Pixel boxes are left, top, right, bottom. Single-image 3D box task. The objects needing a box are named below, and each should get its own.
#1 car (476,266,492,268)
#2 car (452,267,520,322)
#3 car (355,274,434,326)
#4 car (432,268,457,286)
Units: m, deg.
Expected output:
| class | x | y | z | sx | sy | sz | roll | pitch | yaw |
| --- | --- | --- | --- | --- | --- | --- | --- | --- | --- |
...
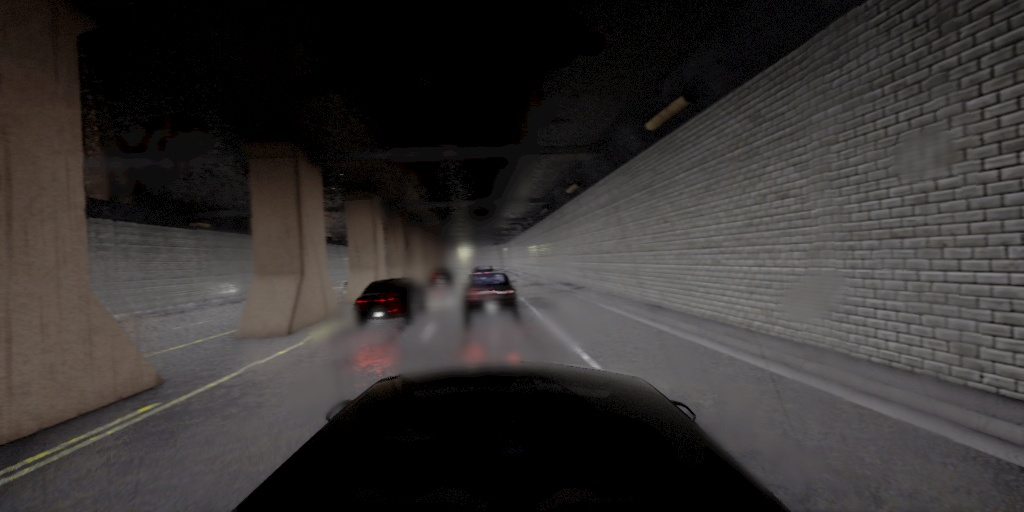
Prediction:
| class | x | y | z | sx | sy | sz | roll | pitch | yaw |
| --- | --- | --- | --- | --- | --- | --- | --- | --- | --- |
| car | -2.382 | 1.589 | 30.996 | 2.128 | 1.511 | 4.902 | -3 | 0 | -5 |
| car | -0.827 | 1.371 | 13.242 | 2.128 | 1.511 | 4.902 | -3 | 0 | -5 |
| car | -4.361 | 1.591 | 13.542 | 1.837 | 1.490 | 4.892 | -3 | 0 | -5 |
| car | -5.868 | 1.802 | 30.756 | 1.837 | 1.490 | 4.892 | -3 | 0 | -5 |
